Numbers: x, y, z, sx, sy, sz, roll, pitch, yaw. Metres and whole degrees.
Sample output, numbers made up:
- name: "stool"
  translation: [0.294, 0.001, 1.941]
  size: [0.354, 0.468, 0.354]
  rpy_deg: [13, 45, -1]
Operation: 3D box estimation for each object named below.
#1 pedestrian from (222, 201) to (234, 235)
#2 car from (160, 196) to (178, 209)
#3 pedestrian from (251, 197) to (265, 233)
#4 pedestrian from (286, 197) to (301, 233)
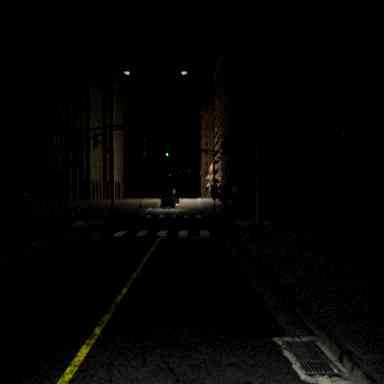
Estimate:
- name: "pedestrian"
  translation: [1.825, 1.282, 17.207]
  size: [0.375, 1.860, 0.375]
  rpy_deg: [0, 0, 0]
- name: "car"
  translation: [-3.303, 1.446, 45.386]
  size: [1.882, 1.535, 5.008]
  rpy_deg: [0, 0, 0]
- name: "pedestrian"
  translation: [3.190, 1.128, 16.014]
  size: [0.375, 1.860, 0.375]
  rpy_deg: [0, 0, 0]
- name: "pedestrian"
  translation: [5.056, 1.125, 16.622]
  size: [0.375, 1.860, 0.375]
  rpy_deg: [0, 0, 0]
